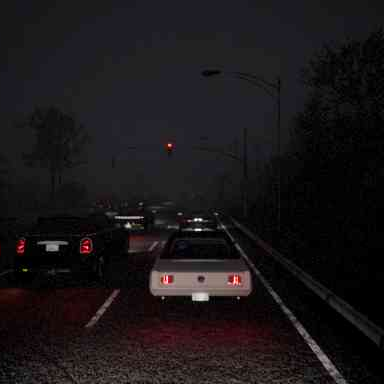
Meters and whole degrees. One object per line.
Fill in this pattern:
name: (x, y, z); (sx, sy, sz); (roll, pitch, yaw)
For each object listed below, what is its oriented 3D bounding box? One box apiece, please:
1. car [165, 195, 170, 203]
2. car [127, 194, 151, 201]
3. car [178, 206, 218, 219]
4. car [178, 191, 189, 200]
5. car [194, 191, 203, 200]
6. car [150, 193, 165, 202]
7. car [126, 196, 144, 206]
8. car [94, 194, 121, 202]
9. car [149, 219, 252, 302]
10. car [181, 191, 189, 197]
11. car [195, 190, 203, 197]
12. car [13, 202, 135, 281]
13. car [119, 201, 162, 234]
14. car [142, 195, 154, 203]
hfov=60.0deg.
car: (-5.655, 1.332, 68.711); (1.882, 1.535, 5.008); (0, 2, 1)
car: (-6.429, 1.351, 38.723); (2.097, 1.767, 4.553); (0, 0, 1)
car: (0.319, 1.505, 17.464); (1.837, 1.490, 4.892); (0, 0, 1)
car: (-1.987, 0.738, 76.015); (2.150, 2.045, 5.566); (0, 3, 1)
car: (1.512, 1.039, 75.921); (2.128, 1.511, 4.902); (0, 3, 1)
car: (-6.097, 1.213, 53.375); (2.150, 2.045, 5.566); (0, 1, 2)
car: (-9.530, 1.493, 55.932); (2.128, 1.511, 4.902); (0, 0, 1)
car: (-9.914, 1.222, 39.244); (2.150, 2.045, 5.566); (0, 0, 1)
car: (0.178, 1.601, 8.211); (1.895, 1.301, 4.718); (0, 0, 0)
car: (-1.751, 0.410, 86.449); (1.895, 1.301, 4.718); (0, 3, 1)
car: (1.747, 0.369, 86.338); (1.994, 1.385, 4.181); (0, 3, 1)
car: (-3.295, 1.352, 10.042); (2.097, 1.767, 4.553); (0, 0, 1)
car: (-3.187, 1.492, 19.053); (2.128, 1.511, 4.902); (0, 0, 0)
car: (-9.147, 1.372, 68.986); (1.812, 1.442, 4.674); (0, 1, 1)
